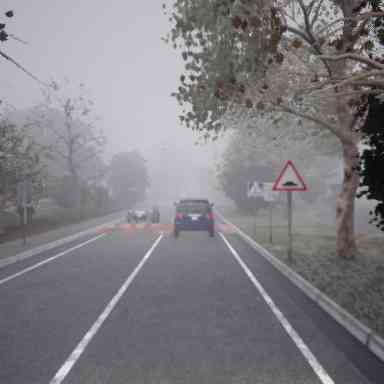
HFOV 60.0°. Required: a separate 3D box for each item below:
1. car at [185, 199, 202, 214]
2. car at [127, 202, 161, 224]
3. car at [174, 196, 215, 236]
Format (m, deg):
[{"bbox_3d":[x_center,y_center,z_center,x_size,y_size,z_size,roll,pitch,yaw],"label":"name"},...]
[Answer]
[{"bbox_3d":[0.199,1.582,37.520,1.837,1.490,4.892,0,0,1],"label":"car"},{"bbox_3d":[-3.236,1.445,23.021,2.128,1.511,4.902,1,-6,0],"label":"car"},{"bbox_3d":[0.104,1.231,19.393,2.150,2.045,5.566,1,4,0],"label":"car"}]
